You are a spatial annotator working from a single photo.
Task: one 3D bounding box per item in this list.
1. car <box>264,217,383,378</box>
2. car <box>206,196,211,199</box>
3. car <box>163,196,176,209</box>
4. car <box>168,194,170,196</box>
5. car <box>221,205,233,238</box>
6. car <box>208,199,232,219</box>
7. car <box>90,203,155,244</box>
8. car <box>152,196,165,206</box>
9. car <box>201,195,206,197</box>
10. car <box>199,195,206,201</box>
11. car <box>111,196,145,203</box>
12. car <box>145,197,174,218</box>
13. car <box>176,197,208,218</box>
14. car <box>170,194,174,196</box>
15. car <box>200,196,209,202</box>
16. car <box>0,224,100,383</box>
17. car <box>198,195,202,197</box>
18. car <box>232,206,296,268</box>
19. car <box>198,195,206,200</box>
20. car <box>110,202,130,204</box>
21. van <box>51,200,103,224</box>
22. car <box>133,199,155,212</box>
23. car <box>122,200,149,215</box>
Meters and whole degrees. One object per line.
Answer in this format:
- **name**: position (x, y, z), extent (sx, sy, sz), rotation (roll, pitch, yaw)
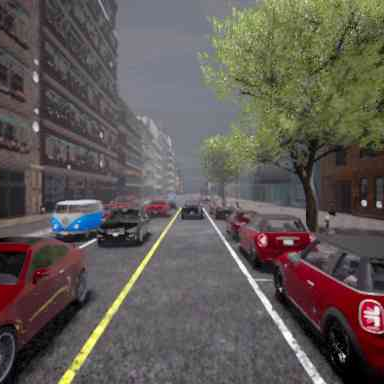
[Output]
- **car**: position (2.689, 1.433, 5.543), extent (1.967, 1.590, 4.097), rotation (0, 0, 0)
- **car**: position (2.687, 1.410, 34.027), extent (1.967, 1.590, 4.097), rotation (0, 0, 0)
- **car**: position (-3.002, 1.570, 43.932), extent (1.895, 1.301, 4.718), rotation (0, 0, 0)
- **car**: position (-5.695, 1.516, 62.513), extent (1.887, 1.381, 4.507), rotation (0, 0, 0)
- **car**: position (2.688, 1.562, 16.937), extent (1.802, 1.307, 4.206), rotation (0, 0, 0)
- **car**: position (2.687, 1.523, 28.330), extent (2.008, 1.369, 4.403), rotation (0, 0, 0)
- **car**: position (-3.083, 1.486, 15.781), extent (1.837, 1.490, 4.892), rotation (0, 0, 0)
- **car**: position (-5.695, 1.496, 56.646), extent (1.752, 1.417, 4.829), rotation (0, 0, 0)
- **car**: position (2.685, 1.522, 62.511), extent (2.008, 1.369, 4.403), rotation (0, 0, 0)
- **car**: position (2.684, 1.572, 85.297), extent (1.802, 1.307, 4.206), rotation (0, 0, 0)
- **car**: position (-5.694, 1.287, 28.331), extent (2.192, 1.841, 5.009), rotation (0, 0, 0)
- **car**: position (-3.011, 1.449, 30.139), extent (1.882, 1.535, 5.008), rotation (0, 0, 0)
- **car**: position (0.027, 1.464, 29.326), extent (2.128, 1.511, 4.902), rotation (0, 0, 0)
- **car**: position (-5.696, 1.544, 73.905), extent (1.947, 1.339, 4.313), rotation (0, 0, 0)
- **car**: position (2.684, 1.523, 73.903), extent (1.887, 1.381, 4.507), rotation (0, 0, 0)
- **car**: position (-3.075, 1.519, 5.365), extent (1.812, 1.442, 4.674), rotation (0, 0, 0)
- **car**: position (0.071, 1.534, 46.109), extent (1.994, 1.385, 4.181), rotation (0, 0, 0)
- **car**: position (2.688, 1.426, 11.239), extent (1.967, 1.590, 4.097), rotation (0, 0, 0)
- **car**: position (2.683, 1.542, 90.994), extent (1.887, 1.381, 4.507), rotation (0, 0, 0)
- **car**: position (-5.693, 1.557, 22.635), extent (1.802, 1.307, 4.206), rotation (0, 0, 0)
- **van**: position (-5.693, 1.321, 16.938), extent (1.690, 1.788, 3.998), rotation (0, 0, 0)
- **car**: position (-5.694, 1.520, 39.725), extent (2.008, 1.369, 4.403), rotation (0, 0, 0)
- **car**: position (-5.693, 1.536, 34.029), extent (1.947, 1.339, 4.313), rotation (0, 0, 0)
